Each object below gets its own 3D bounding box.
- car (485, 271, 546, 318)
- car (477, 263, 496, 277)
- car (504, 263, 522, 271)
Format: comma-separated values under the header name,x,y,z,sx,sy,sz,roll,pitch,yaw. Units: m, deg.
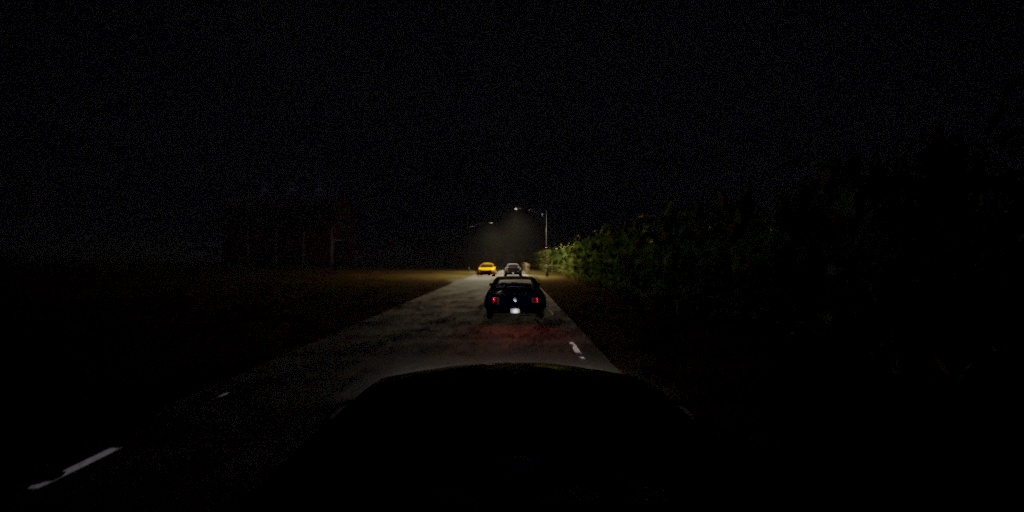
name,x,y,z,sx,sy,sz,roll,pitch,yaw
car,0.105,1.376,13.086,1.895,1.301,4.718,0,0,0
car,-2.733,1.522,39.589,1.882,1.535,5.008,0,-1,0
car,0.115,1.519,38.416,1.812,1.442,4.674,0,-1,0
